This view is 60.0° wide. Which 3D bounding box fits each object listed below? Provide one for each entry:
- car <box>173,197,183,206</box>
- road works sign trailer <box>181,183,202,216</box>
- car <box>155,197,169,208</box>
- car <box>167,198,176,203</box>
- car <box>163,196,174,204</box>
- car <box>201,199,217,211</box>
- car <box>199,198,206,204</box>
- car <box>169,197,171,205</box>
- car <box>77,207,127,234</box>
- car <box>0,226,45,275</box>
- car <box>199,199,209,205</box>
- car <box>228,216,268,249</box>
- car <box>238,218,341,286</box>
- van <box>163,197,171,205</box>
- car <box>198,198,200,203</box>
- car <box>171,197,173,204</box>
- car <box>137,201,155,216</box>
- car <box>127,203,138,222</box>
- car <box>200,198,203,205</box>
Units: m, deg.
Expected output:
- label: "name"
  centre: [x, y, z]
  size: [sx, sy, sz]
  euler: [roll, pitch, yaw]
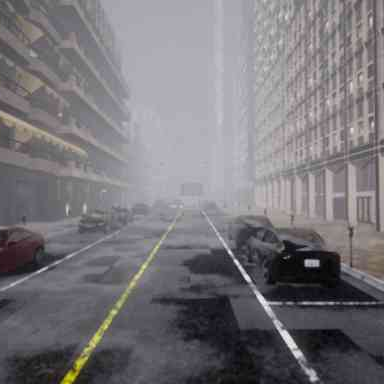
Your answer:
- label: "car"
  centre: [-3.006, 2.165, 71.037]
  size: [1.812, 1.442, 4.674]
  euler: [0, 0, 0]
- label: "road works sign trailer"
  centre: [-0.004, 0.813, 37.884]
  size: [2.380, 3.560, 2.880]
  euler: [0, -1, 0]
- label: "car"
  centre: [-5.679, 1.982, 59.418]
  size: [1.967, 1.590, 4.097]
  euler: [1, -1, 0]
- label: "car"
  centre: [-5.684, 2.383, 92.697]
  size: [2.008, 1.369, 4.403]
  euler: [1, 0, 0]
- label: "car"
  centre: [-5.679, 2.051, 81.606]
  size: [2.192, 1.841, 5.009]
  euler: [1, 0, 0]
- label: "car"
  centre: [2.700, 1.988, 48.398]
  size: [1.887, 1.381, 4.507]
  euler: [1, -1, 0]
- label: "car"
  centre: [2.697, 2.311, 87.402]
  size: [1.752, 1.417, 4.829]
  euler: [1, 0, 0]
- label: "car"
  centre: [-5.681, 2.135, 64.965]
  size: [1.887, 1.381, 4.507]
  euler: [1, -1, 0]
- label: "car"
  centre: [-5.677, 1.744, 20.591]
  size: [2.008, 1.369, 4.403]
  euler: [1, -1, 0]
- label: "car"
  centre: [-5.677, 1.673, 9.498]
  size: [1.802, 1.307, 4.206]
  euler: [1, -1, 0]
- label: "car"
  centre: [2.697, 2.238, 76.137]
  size: [2.008, 1.369, 4.403]
  euler: [1, 0, 0]
- label: "car"
  centre: [2.703, 1.708, 15.110]
  size: [1.947, 1.339, 4.313]
  euler: [1, -1, 0]
- label: "car"
  centre: [2.704, 1.657, 9.562]
  size: [1.947, 1.339, 4.313]
  euler: [1, -1, 0]
- label: "van"
  centre: [-5.678, 2.028, 76.060]
  size: [1.690, 1.788, 3.998]
  euler: [1, 0, 0]
- label: "car"
  centre: [2.699, 2.135, 65.042]
  size: [1.887, 1.381, 4.507]
  euler: [1, 0, 0]
- label: "car"
  centre: [-5.680, 2.079, 70.513]
  size: [1.967, 1.590, 4.097]
  euler: [1, 0, 0]
- label: "car"
  centre: [-5.679, 1.888, 37.232]
  size: [1.887, 1.381, 4.507]
  euler: [1, -1, 0]
- label: "car"
  centre: [-5.678, 1.826, 26.137]
  size: [1.802, 1.307, 4.206]
  euler: [1, -1, 0]
- label: "car"
  centre: [2.702, 1.933, 53.946]
  size: [1.967, 1.590, 4.097]
  euler: [1, -1, 0]
